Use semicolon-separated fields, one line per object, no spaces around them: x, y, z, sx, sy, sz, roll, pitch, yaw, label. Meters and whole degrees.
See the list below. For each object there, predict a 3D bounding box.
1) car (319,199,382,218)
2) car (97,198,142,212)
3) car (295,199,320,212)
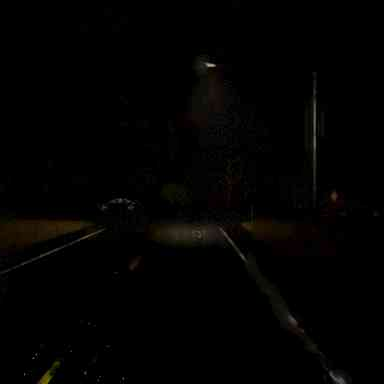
14.806;1.516;30.608;5.008;1.535;1.882;0;0;-2;car
-8.084;1.437;37.020;4.902;1.511;2.128;0;0;-2;car
14.208;1.545;37.603;5.008;1.535;1.882;-1;0;-2;car
